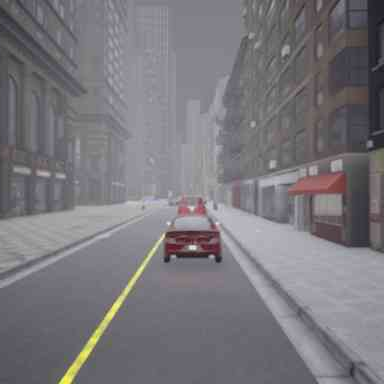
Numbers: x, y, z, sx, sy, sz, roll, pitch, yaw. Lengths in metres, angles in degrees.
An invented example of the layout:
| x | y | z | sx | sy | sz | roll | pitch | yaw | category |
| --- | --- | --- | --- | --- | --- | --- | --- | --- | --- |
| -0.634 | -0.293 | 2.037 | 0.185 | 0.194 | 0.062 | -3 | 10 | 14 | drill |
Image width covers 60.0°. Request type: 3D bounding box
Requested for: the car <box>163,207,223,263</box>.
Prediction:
| x | y | z | sx | sy | sz | roll | pitch | yaw | category |
| --- | --- | --- | --- | --- | --- | --- | --- | --- | --- |
| 0.040 | 1.526 | 12.298 | 1.882 | 1.535 | 5.008 | 0 | -1 | 0 | car |

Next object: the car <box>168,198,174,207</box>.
| x | y | z | sx | sy | sz | roll | pitch | yaw | category |
| --- | --- | --- | --- | --- | --- | --- | --- | --- | --- |
| -3.079 | 1.831 | 58.317 | 1.837 | 1.490 | 4.892 | 0 | 0 | 0 | car |

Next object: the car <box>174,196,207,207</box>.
| x | y | z | sx | sy | sz | roll | pitch | yaw | category |
| --- | --- | --- | --- | --- | --- | --- | --- | --- | --- |
| 0.022 | 1.334 | 26.461 | 2.150 | 2.045 | 5.566 | 0 | 0 | 1 | car |
